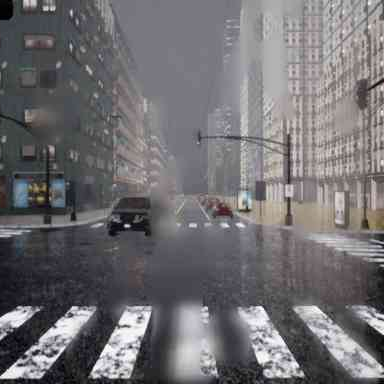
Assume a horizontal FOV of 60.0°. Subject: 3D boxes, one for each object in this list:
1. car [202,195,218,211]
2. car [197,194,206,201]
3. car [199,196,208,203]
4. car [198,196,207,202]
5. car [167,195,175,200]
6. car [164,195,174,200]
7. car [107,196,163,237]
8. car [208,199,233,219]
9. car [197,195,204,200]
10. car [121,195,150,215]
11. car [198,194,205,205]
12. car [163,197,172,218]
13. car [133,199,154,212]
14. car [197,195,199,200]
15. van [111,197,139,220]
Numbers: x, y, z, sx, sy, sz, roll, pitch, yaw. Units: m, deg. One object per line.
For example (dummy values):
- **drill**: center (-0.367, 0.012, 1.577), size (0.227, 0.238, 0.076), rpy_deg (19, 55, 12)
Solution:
- **car**: center (2.579, 1.444, 40.194), size (1.967, 1.590, 4.097), rpy_deg (0, 0, 0)
- **car**: center (2.448, 1.349, 84.414), size (2.192, 1.841, 5.009), rpy_deg (0, 0, 0)
- **car**: center (2.479, 1.569, 73.359), size (1.887, 1.381, 4.507), rpy_deg (0, 0, 0)
- **car**: center (2.462, 1.611, 78.886), size (1.802, 1.307, 4.206), rpy_deg (0, 0, 0)
- **car**: center (-5.968, 1.612, 95.445), size (1.947, 1.339, 4.313), rpy_deg (0, 0, 0)
- **car**: center (-5.917, 1.469, 78.862), size (1.967, 1.590, 4.097), rpy_deg (0, 0, 0)
- **car**: center (-3.055, 1.235, 18.394), size (2.150, 2.045, 5.566), rpy_deg (0, 0, 0)
- **car**: center (2.611, 1.583, 29.138), size (1.802, 1.307, 4.206), rpy_deg (0, 0, 0)
- **car**: center (2.413, 1.628, 95.470), size (1.802, 1.307, 4.206), rpy_deg (0, 0, 0)
- **car**: center (-5.784, 1.318, 34.642), size (2.192, 1.841, 5.009), rpy_deg (0, 0, 0)
- **car**: center (2.529, 1.451, 56.776), size (1.967, 1.590, 4.097), rpy_deg (0, 0, 0)
- **car**: center (-3.089, 1.491, 29.942), size (1.882, 1.535, 5.008), rpy_deg (0, 0, 0)
- **car**: center (-5.803, 1.549, 40.170), size (1.887, 1.381, 4.507), rpy_deg (0, 0, 0)
- **car**: center (2.496, 1.570, 67.832), size (2.008, 1.369, 4.403), rpy_deg (0, 0, 0)
- **van**: center (-5.768, 1.342, 29.114), size (1.690, 1.788, 3.998), rpy_deg (0, 0, 0)
